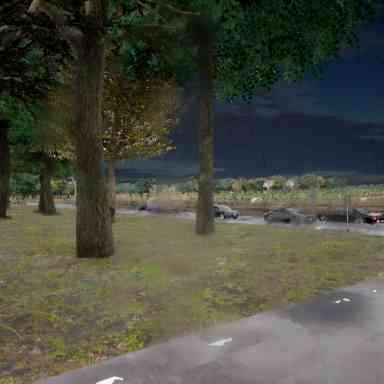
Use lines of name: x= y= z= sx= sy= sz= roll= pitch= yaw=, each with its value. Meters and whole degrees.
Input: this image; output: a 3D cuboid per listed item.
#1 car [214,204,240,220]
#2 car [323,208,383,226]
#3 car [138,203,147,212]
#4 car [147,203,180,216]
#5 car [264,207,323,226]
car: x=2.772 y=2.014 z=33.831 sx=1.837 sy=1.490 sz=4.892 roll=-1 pitch=0 yaw=-35
car: x=11.962 y=1.840 z=25.430 sx=1.895 sy=1.301 sz=4.718 roll=-1 pitch=0 yaw=-34
car: x=-6.978 y=2.396 z=52.737 sx=1.994 sy=1.385 sz=4.181 roll=-1 pitch=0 yaw=-34
car: x=-3.509 y=2.307 z=42.780 sx=1.895 sy=1.301 sz=4.718 roll=-1 pitch=0 yaw=-35
car: x=7.801 y=1.914 z=26.687 sx=1.994 sy=1.385 sz=4.181 roll=-1 pitch=0 yaw=-35
